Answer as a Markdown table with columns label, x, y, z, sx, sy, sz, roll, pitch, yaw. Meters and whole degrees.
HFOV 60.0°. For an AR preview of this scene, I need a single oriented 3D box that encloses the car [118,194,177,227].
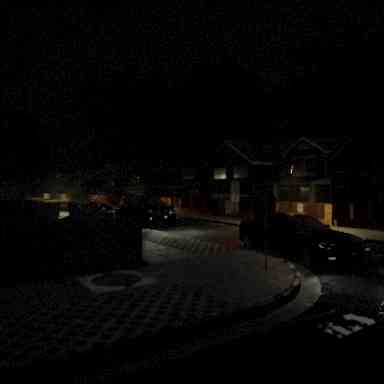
| label | x | y | z | sx | sy | sz | roll | pitch | yaw |
| --- | --- | --- | --- | --- | --- | --- | --- | --- | --- |
| car | -3.186 | 1.198 | 22.837 | 2.150 | 2.045 | 5.566 | 0 | 0 | -35 |

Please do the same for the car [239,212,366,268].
| label | x | y | z | sx | sy | sz | roll | pitch | yaw |
| --- | --- | --- | --- | --- | --- | --- | --- | --- | --- |
| car | 3.618 | 1.504 | 11.827 | 1.882 | 1.535 | 5.008 | 1 | 0 | -25 |

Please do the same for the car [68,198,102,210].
| label | x | y | z | sx | sy | sz | roll | pitch | yaw |
| --- | --- | --- | --- | --- | --- | --- | --- | --- | --- |
| car | -11.453 | 1.386 | 34.690 | 1.882 | 1.535 | 5.008 | 0 | 0 | -35 |

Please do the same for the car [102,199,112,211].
| label | x | y | z | sx | sy | sz | roll | pitch | yaw |
| --- | --- | --- | --- | --- | --- | --- | --- | --- | --- |
| car | -11.265 | 1.512 | 39.546 | 1.895 | 1.301 | 4.718 | 0 | 0 | -35 |
